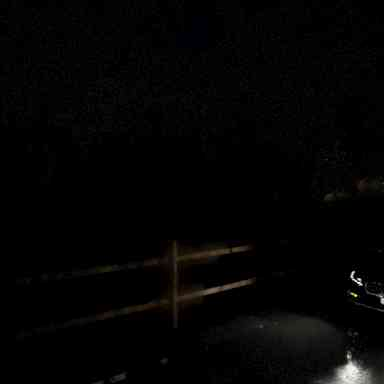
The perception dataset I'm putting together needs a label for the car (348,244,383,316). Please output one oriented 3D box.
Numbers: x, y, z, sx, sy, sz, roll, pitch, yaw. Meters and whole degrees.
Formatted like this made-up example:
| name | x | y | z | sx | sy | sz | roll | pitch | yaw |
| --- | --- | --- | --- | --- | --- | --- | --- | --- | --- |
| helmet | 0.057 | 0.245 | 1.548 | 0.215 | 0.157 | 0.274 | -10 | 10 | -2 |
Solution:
| name | x | y | z | sx | sy | sz | roll | pitch | yaw |
| --- | --- | --- | --- | --- | --- | --- | --- | --- | --- |
| car | 5.033 | 1.453 | 6.572 | 4.892 | 1.490 | 1.837 | 0 | 0 | -35 |
